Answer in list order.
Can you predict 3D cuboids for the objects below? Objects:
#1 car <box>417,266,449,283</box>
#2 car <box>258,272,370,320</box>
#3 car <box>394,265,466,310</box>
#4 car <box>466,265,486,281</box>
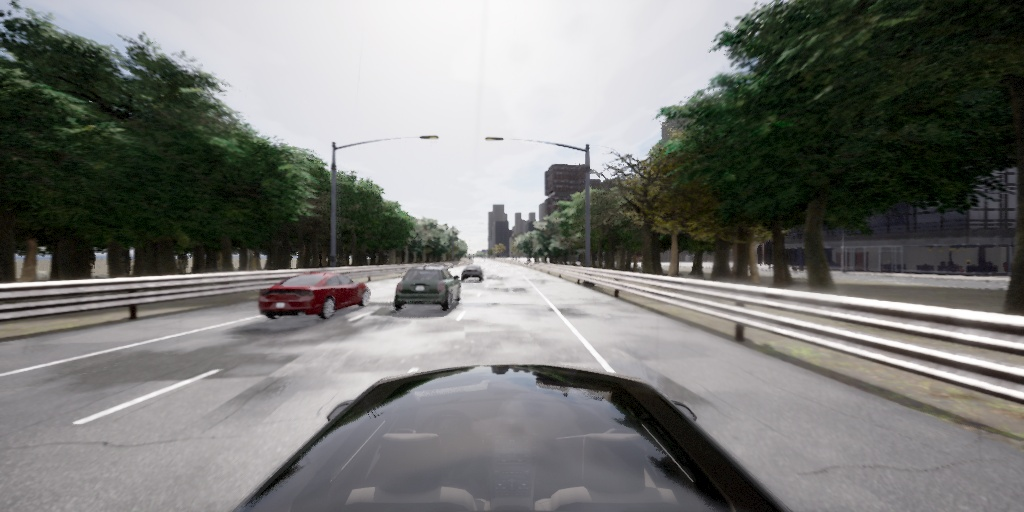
[{"bbox_3d":[-7.132,1.650,32.837,1.895,1.301,4.718,0,-1,-1],"label":"car"},{"bbox_3d":[-6.938,1.337,13.201,1.882,1.535,5.008,0,-1,0],"label":"car"},{"bbox_3d":[-3.454,1.232,15.510,2.097,1.767,4.553,0,0,0],"label":"car"},{"bbox_3d":[-3.650,1.564,34.004,1.837,1.490,4.892,0,-1,-1],"label":"car"}]
